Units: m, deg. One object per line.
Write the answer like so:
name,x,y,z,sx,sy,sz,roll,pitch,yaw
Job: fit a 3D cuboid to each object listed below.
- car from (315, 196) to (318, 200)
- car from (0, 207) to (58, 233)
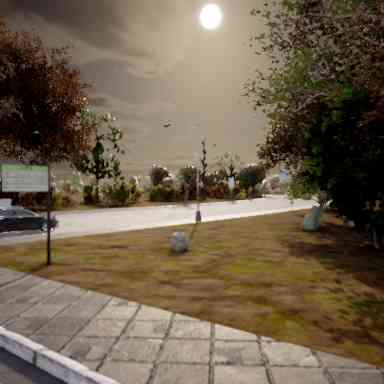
car,31.649,1.235,82.144,1.812,1.442,4.674,0,0,20
car,-9.958,1.593,18.531,1.837,1.490,4.892,0,0,39
